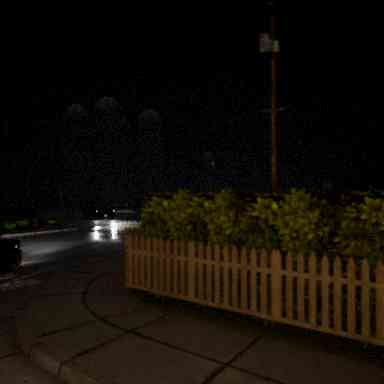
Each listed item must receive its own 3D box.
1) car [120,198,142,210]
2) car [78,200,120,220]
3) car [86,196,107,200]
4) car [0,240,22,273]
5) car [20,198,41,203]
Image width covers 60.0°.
[{"bbox_3d":[-7.695,1.589,44.209,1.882,1.535,5.008,-1,0,34],"label":"car"},{"bbox_3d":[-8.404,1.685,29.727,1.895,1.301,4.718,0,0,-32],"label":"car"},{"bbox_3d":[-13.407,1.649,44.516,3.905,1.438,1.784,0,0,35],"label":"car"},{"bbox_3d":[-5.736,1.633,7.792,1.895,1.301,4.718,0,0,-8],"label":"car"},{"bbox_3d":[-24.648,1.679,50.885,4.193,1.474,1.816,0,0,35],"label":"car"}]
